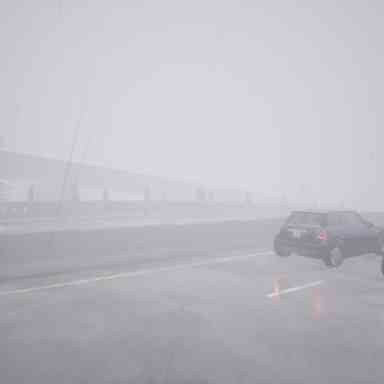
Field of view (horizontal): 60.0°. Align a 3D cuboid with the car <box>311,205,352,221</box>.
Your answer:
[{"bbox_3d":[15.293,2.289,36.404,4.892,1.490,1.837,5,-3,-35],"label":"car"}]

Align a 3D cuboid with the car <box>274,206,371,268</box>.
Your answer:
[{"bbox_3d":[5.001,1.362,11.619,4.553,1.767,2.097,0,0,-36],"label":"car"}]

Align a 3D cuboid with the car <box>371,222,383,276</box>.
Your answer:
[{"bbox_3d":[6.985,1.362,8.735,4.553,1.767,2.097,0,0,-36],"label":"car"}]

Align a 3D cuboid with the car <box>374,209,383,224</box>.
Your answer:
[{"bbox_3d":[22.916,2.894,37.539,4.902,1.511,2.128,7,-4,-35],"label":"car"}]
